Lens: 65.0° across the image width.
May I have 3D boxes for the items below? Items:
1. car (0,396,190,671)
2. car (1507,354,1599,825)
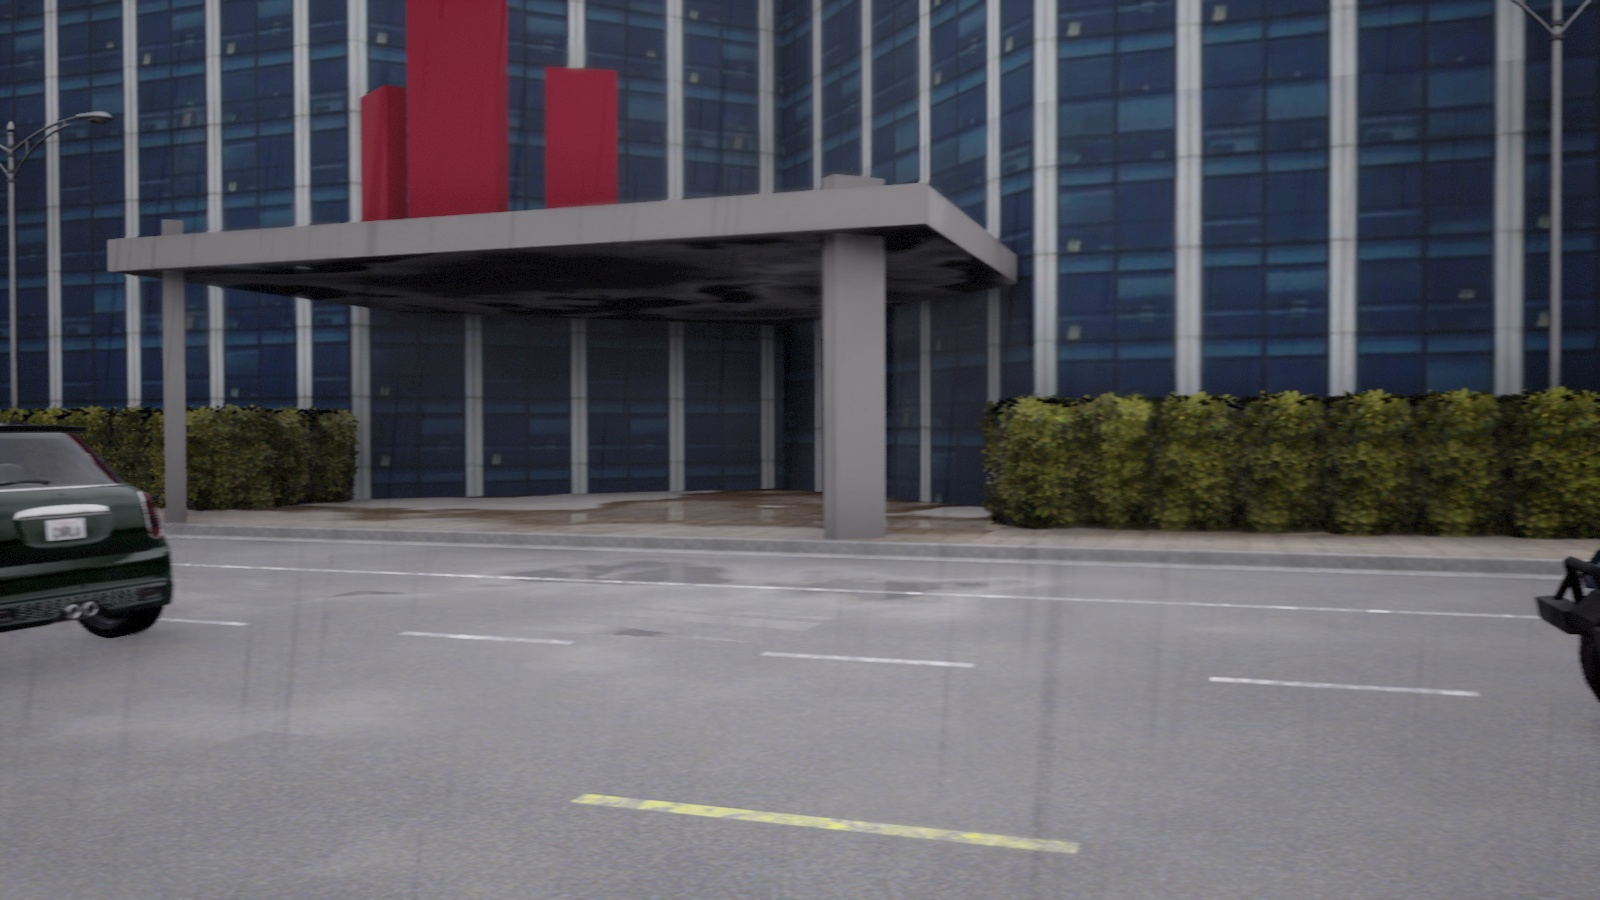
[{"bbox_3d":[-7.133,0.509,9.284,4.553,1.767,2.097,1,1,19],"label":"car"},{"bbox_3d":[5.272,0.560,5.109,3.866,1.878,1.905,1,1,19],"label":"car"}]
